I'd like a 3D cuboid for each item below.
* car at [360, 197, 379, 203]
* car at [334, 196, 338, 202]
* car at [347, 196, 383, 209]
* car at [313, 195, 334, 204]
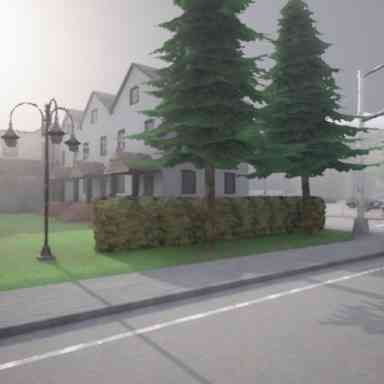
[{"bbox_3d":[44.569,2.044,83.579,1.845,1.501,3.633,1,0,-36],"label":"car"},{"bbox_3d":[29.422,1.621,72.817,1.932,1.855,4.605,1,0,-36],"label":"car"},{"bbox_3d":[24.561,1.473,47.362,1.932,1.855,4.605,1,0,-36],"label":"car"},{"bbox_3d":[27.307,1.578,70.782,1.905,1.878,3.866,1,0,-36],"label":"car"}]
